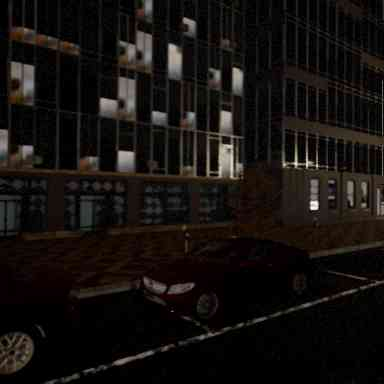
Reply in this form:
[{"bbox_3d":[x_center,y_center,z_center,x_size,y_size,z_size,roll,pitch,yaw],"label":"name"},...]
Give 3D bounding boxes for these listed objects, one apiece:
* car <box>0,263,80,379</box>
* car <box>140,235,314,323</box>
[{"bbox_3d":[-3.692,1.537,3.923,4.507,1.381,1.887,1,0,-35],"label":"car"},{"bbox_3d":[0.944,1.627,7.228,4.206,1.307,1.802,1,0,-35],"label":"car"}]
